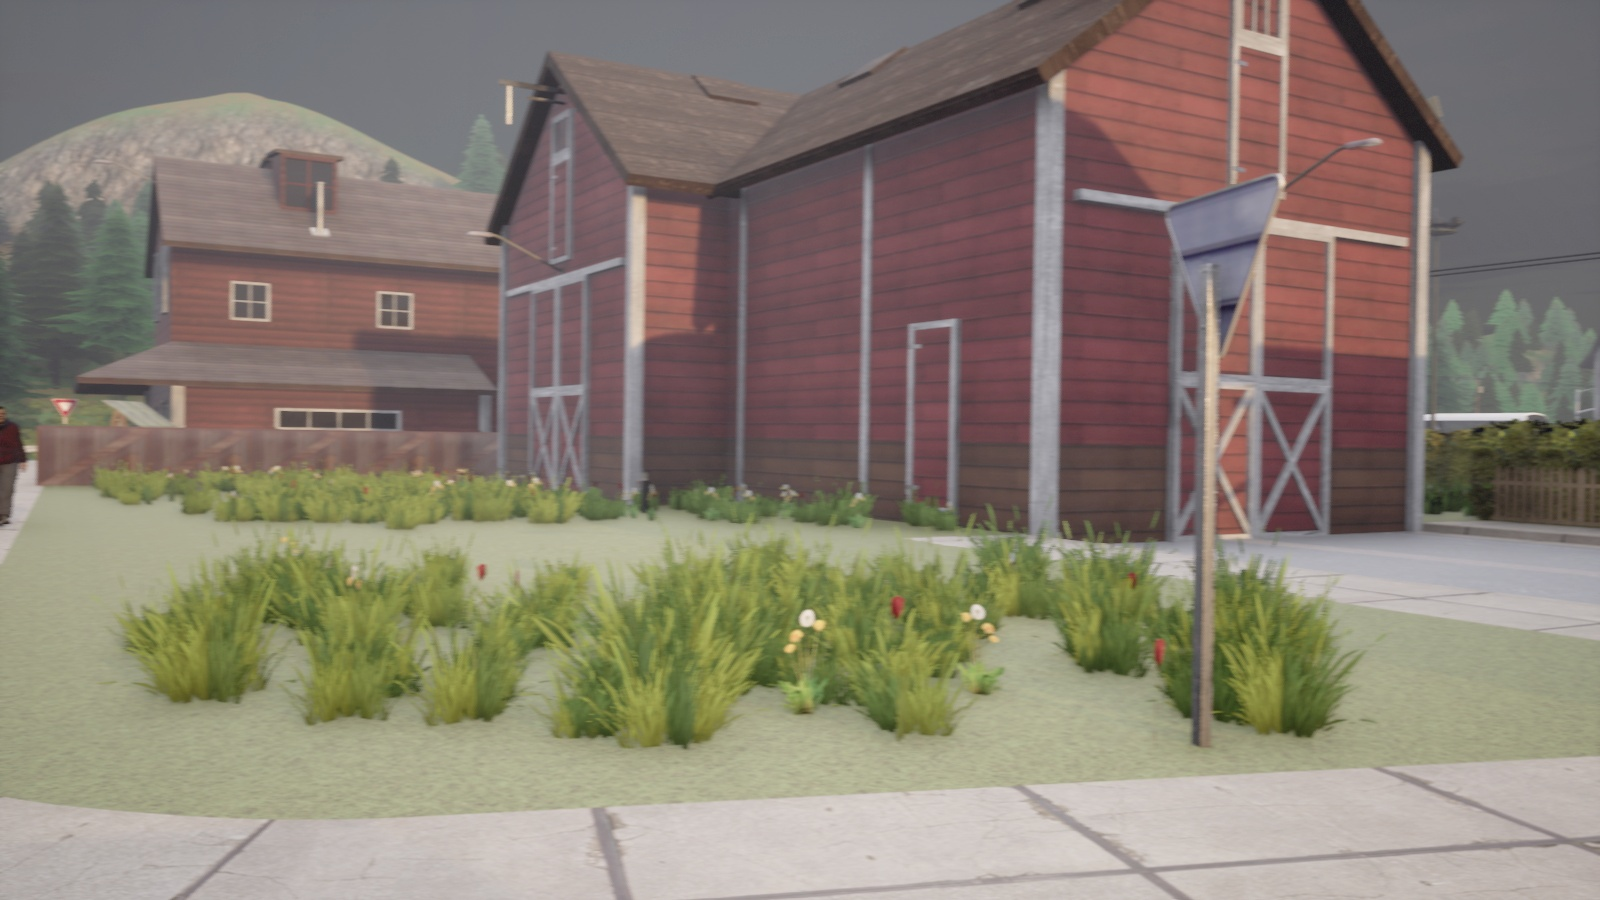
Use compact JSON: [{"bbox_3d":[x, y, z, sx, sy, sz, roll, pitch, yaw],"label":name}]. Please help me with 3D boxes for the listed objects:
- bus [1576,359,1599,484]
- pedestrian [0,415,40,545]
[{"bbox_3d":[31.113,-0.964,39.958,3.944,4.253,10.273,-1,1,-30],"label":"bus"},{"bbox_3d":[-11.498,0.419,18.241,0.634,1.844,0.899,-1,1,-40],"label":"pedestrian"}]
